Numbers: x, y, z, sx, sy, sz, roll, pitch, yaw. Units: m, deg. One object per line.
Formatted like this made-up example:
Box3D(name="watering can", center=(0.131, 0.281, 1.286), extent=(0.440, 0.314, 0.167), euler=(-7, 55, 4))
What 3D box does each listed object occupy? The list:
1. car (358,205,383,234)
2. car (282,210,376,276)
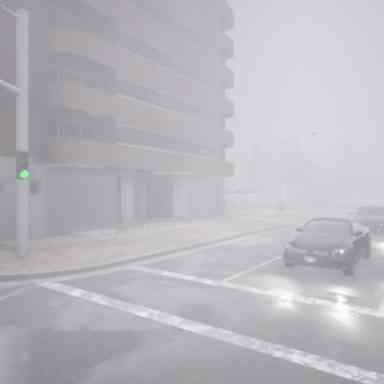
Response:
Box3D(name="car", center=(9.852, 1.507, 18.083), extent=(1.837, 1.490, 4.892), euler=(0, 0, 36))
Box3D(name="car", center=(4.481, 1.528, 10.691), extent=(1.812, 1.442, 4.674), euler=(0, 0, 36))
